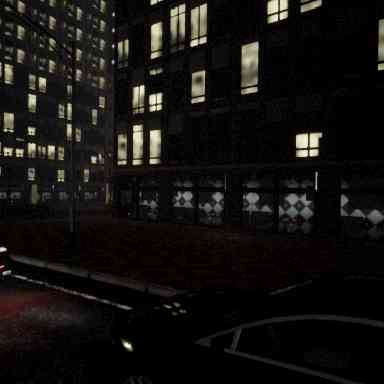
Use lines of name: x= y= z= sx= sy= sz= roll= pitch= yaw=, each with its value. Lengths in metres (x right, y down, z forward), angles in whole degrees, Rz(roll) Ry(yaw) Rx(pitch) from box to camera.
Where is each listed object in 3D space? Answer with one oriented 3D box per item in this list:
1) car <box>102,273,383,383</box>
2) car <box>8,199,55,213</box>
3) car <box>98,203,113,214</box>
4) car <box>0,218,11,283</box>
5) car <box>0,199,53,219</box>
car: x=1.315 y=1.491 z=2.743 sx=4.902 sy=1.511 sz=2.128 roll=0 pitch=0 yaw=35
car: x=-19.175 y=1.642 z=39.925 sx=1.752 sy=1.417 sz=4.829 roll=1 pitch=0 yaw=36
car: x=-8.879 y=1.829 z=39.777 sx=1.752 sy=1.417 sz=4.829 roll=1 pitch=0 yaw=36
car: x=-6.367 y=1.487 z=8.197 sx=4.902 sy=1.511 sz=2.128 roll=0 pitch=0 yaw=36
car: x=-15.663 y=1.518 z=30.556 sx=2.192 sy=1.841 sz=5.009 roll=1 pitch=0 yaw=36
